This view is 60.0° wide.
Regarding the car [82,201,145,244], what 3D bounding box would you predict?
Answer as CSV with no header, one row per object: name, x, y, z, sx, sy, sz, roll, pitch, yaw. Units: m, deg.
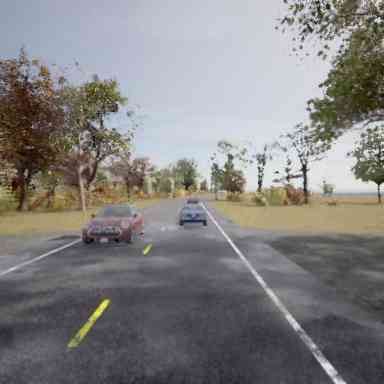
car,-3.549,1.368,15.741,2.097,1.767,4.553,0,0,1

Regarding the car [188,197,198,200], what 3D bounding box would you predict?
car,0.217,1.631,64.141,1.994,1.385,4.181,0,0,1

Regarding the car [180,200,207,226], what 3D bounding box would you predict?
car,0.093,1.573,23.752,2.033,1.411,5.357,0,0,0
